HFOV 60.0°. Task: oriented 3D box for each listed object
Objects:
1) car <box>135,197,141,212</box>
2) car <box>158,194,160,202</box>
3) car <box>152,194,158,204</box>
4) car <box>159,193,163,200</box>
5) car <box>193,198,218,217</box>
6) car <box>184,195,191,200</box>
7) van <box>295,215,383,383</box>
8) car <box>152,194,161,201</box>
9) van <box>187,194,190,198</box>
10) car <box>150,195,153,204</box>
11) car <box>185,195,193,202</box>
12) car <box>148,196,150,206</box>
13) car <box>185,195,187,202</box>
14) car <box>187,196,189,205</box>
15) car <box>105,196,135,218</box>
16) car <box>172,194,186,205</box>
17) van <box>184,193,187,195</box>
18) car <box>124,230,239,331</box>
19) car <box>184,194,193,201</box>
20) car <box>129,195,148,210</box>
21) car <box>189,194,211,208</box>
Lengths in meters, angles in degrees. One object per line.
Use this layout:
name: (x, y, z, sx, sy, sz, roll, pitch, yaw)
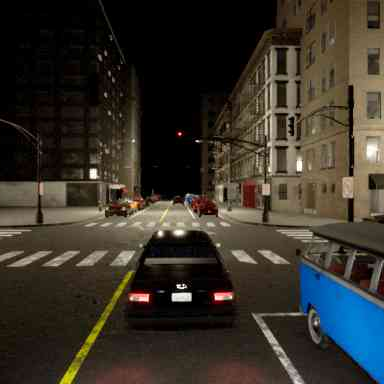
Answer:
car: (-6.861, 1.524, 35.447, 1.752, 1.417, 4.829, 0, 0, -2)
car: (-8.261, 1.556, 68.044, 1.947, 1.339, 4.313, 0, 0, -2)
car: (-8.029, 1.543, 62.640, 2.008, 1.369, 4.403, 0, 0, -2)
car: (-8.725, 1.301, 78.853, 2.192, 1.841, 5.009, 0, 0, -2)
car: (1.382, 1.544, 30.557, 1.887, 1.381, 4.507, 0, 0, -2)
car: (-1.172, 1.527, 90.006, 1.887, 1.381, 4.507, 0, 0, -2)
van: (2.536, 1.341, 3.702, 1.690, 1.788, 3.998, 0, 0, -2)
car: (-8.958, 1.424, 84.258, 1.967, 1.590, 4.097, 0, 0, -2)
van: (0.453, 1.337, 52.176, 1.690, 1.788, 3.998, 0, 0, -2)
car: (-7.565, 1.562, 51.831, 1.947, 1.339, 4.313, 0, 0, -2)
car: (-0.715, 1.511, 79.368, 1.752, 1.417, 4.829, 0, 0, -2)
car: (-7.325, 1.523, 46.256, 1.752, 1.417, 4.829, 0, 0, -2)
car: (0.221, 1.560, 57.580, 1.947, 1.339, 4.313, 0, 0, -2)
car: (0.685, 1.542, 46.771, 1.887, 1.381, 4.507, 0, 0, -2)
car: (-6.636, 1.439, 30.213, 1.967, 1.590, 4.097, 0, 0, -2)
car: (-2.354, 1.520, 58.329, 1.812, 1.442, 4.674, 0, 0, -3)
van: (-0.475, 1.329, 73.793, 1.690, 1.788, 3.998, 0, 0, -2)
car: (-0.257, 1.547, 7.258, 2.033, 1.411, 5.357, 0, 0, -2)
car: (-0.940, 1.424, 84.602, 1.967, 1.590, 4.097, 0, 0, -2)
car: (-7.100, 1.313, 41.022, 2.192, 1.841, 5.009, 0, 0, -2)
car: (1.150, 1.314, 35.961, 2.192, 1.841, 5.009, 0, 0, -2)
